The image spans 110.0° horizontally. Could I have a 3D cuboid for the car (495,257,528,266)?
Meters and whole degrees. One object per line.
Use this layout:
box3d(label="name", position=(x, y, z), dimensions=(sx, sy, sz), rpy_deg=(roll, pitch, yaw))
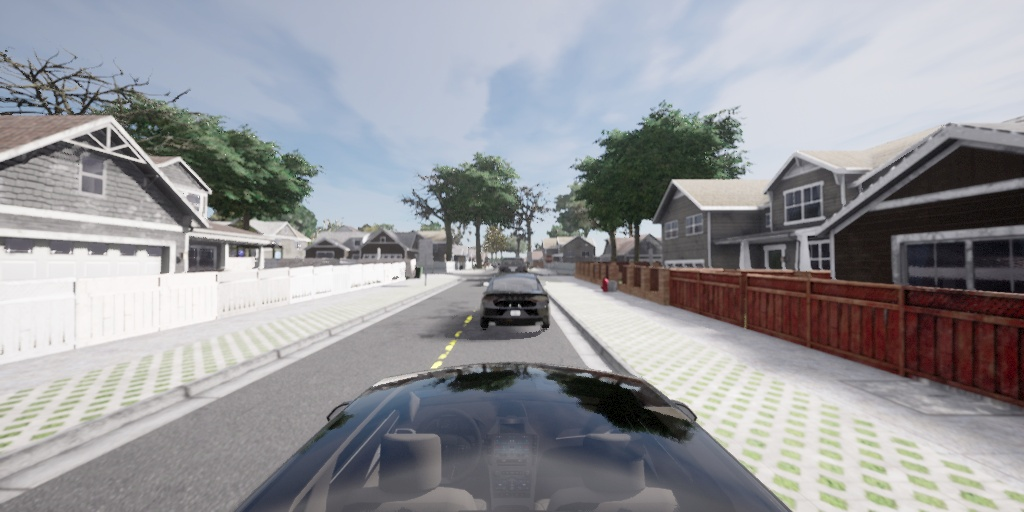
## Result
box3d(label="car", position=(0.073, 1.114, 28.155), dimensions=(2.150, 2.045, 5.566), rpy_deg=(0, 0, 0))

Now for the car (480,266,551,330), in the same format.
box3d(label="car", position=(0.090, 1.263, 11.335), dimensions=(1.882, 1.535, 5.008), rpy_deg=(0, 0, 0))
